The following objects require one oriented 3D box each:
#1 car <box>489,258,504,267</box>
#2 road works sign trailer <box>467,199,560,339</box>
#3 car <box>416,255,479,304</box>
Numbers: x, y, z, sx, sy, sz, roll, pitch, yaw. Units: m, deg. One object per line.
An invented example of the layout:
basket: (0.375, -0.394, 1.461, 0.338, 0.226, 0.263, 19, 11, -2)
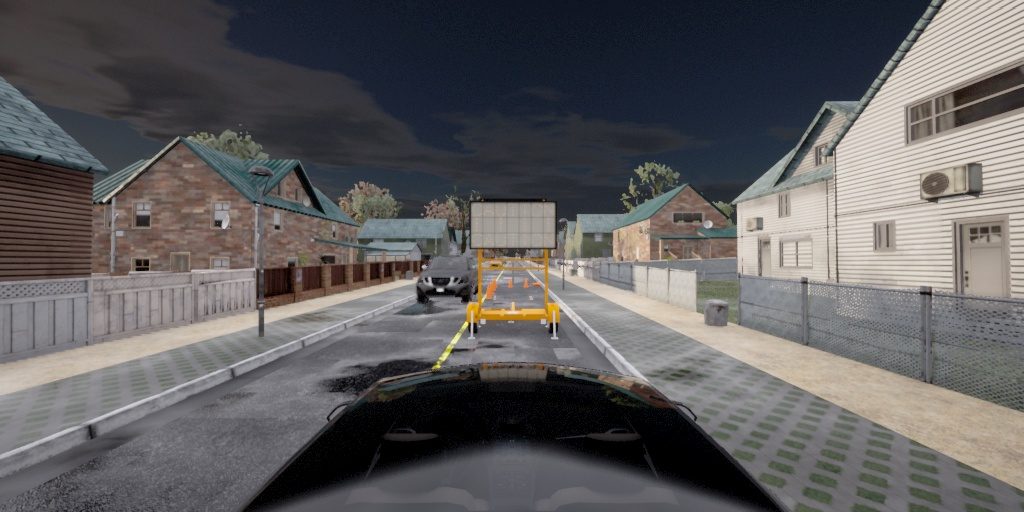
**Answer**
car: (-2.645, 1.226, 58.003, 1.882, 1.535, 5.008, 0, 0, 0)
road works sign trailer: (0.032, 0.217, 10.018, 2.380, 3.560, 2.880, 0, 0, 0)
car: (-2.796, 0.976, 16.767, 2.150, 2.045, 5.566, 0, 0, 0)
